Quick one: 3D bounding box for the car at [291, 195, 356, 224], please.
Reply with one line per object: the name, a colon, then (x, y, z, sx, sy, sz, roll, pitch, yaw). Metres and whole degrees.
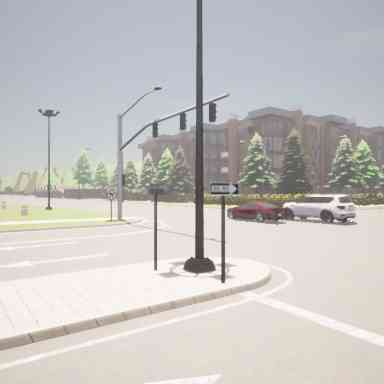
car: (9.431, 1.221, 25.228, 2.150, 2.045, 5.566, 0, 0, -36)

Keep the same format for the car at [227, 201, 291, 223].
car: (4.796, 1.477, 25.658, 1.882, 1.535, 5.008, 0, 0, -36)
